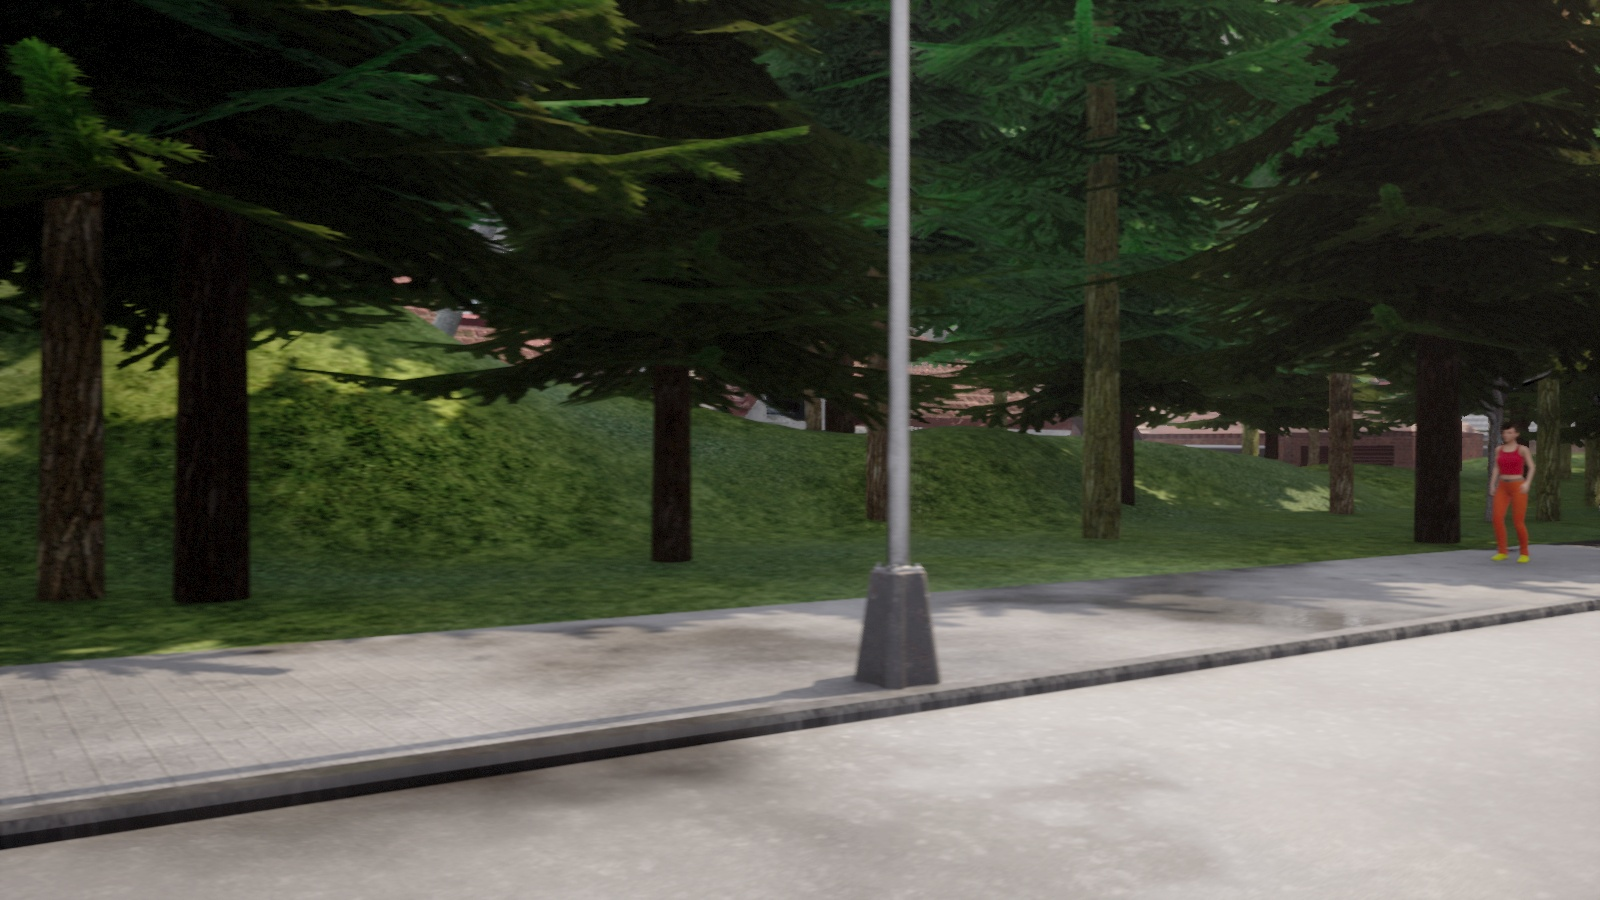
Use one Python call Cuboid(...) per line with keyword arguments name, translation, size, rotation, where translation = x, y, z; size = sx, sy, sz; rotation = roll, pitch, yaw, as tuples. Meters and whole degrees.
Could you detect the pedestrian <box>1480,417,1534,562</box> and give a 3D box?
Cuboid(name="pedestrian", translation=(9.119, 0.500, 16.198), size=(0.594, 1.836, 0.345), rotation=(0, 0, -31))
